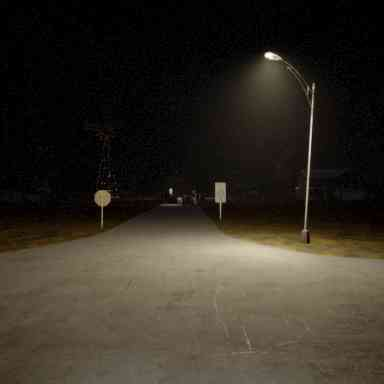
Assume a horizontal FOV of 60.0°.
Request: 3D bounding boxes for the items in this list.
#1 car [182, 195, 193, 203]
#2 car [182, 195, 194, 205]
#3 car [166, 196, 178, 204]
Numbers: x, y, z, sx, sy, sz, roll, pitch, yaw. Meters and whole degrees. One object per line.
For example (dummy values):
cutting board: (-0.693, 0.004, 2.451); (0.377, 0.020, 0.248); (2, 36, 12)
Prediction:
car: (-0.817, 1.347, 64.778); (2.033, 1.411, 5.357); (0, 0, -1)
car: (-0.686, 1.342, 54.342); (2.128, 1.511, 4.902); (0, 0, -1)
car: (-3.494, 1.375, 58.904); (2.033, 1.411, 5.357); (0, 0, -1)
